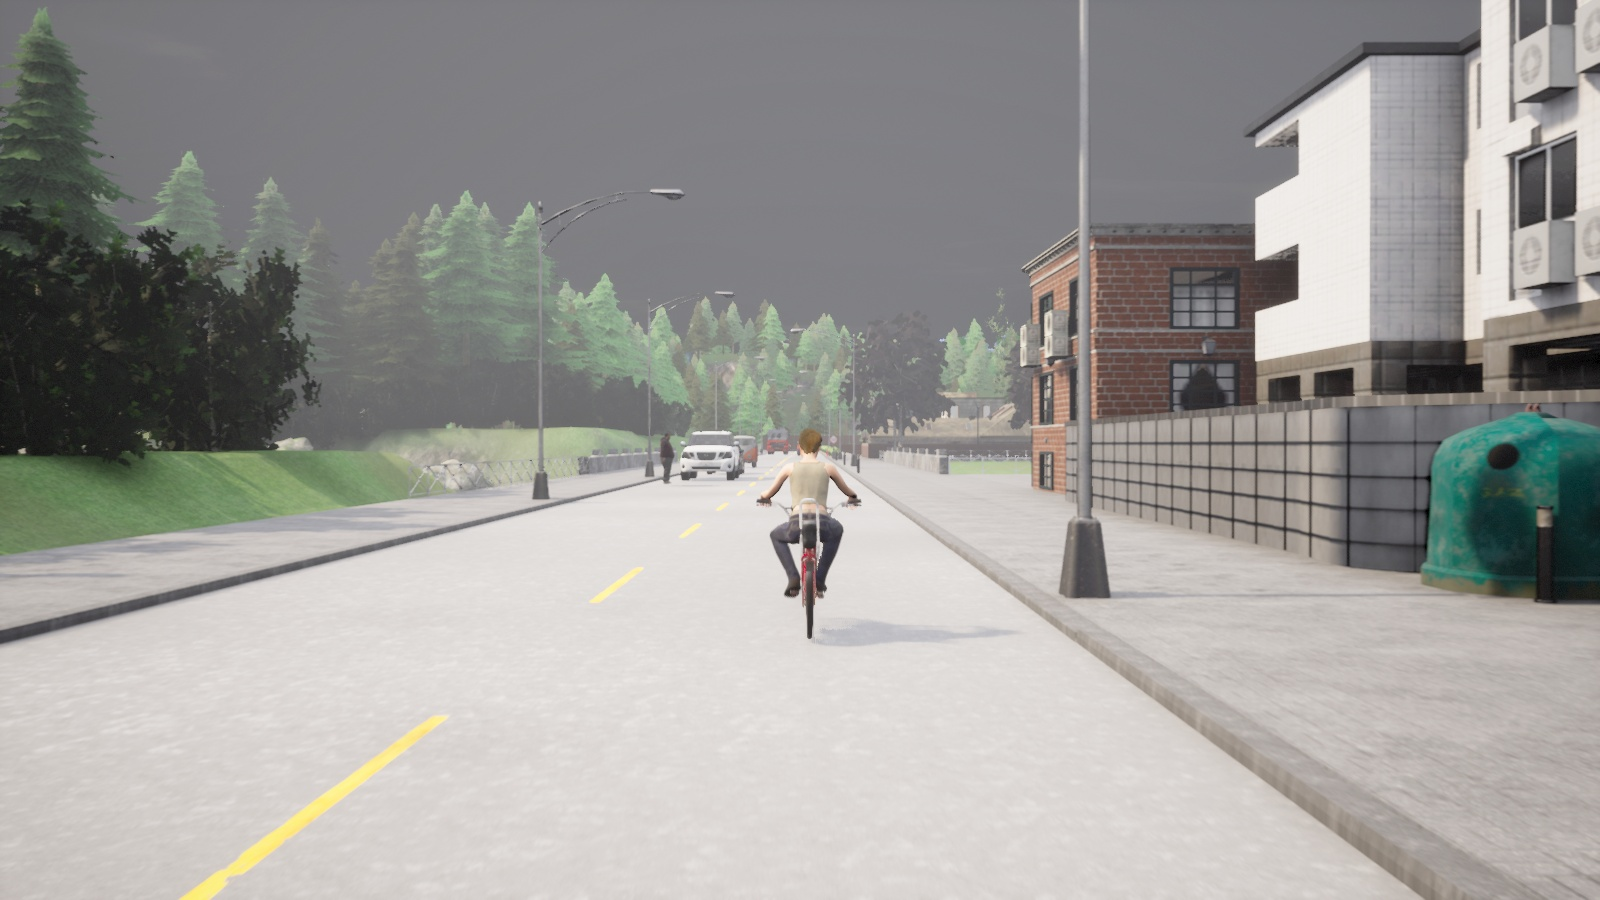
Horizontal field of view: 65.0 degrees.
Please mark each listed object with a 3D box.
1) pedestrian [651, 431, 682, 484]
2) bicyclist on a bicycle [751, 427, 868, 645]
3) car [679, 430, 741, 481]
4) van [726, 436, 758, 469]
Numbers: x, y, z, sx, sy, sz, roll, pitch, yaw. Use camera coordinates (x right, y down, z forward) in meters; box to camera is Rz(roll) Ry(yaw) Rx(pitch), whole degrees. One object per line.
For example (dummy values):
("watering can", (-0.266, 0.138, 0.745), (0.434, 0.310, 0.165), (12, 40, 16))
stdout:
("pedestrian", (-4.667, 0.257, 43.920), (0.899, 1.844, 0.634), (0, 0, 11))
("bicyclist on a bicycle", (0.073, 0.635, 10.050), (0.866, 1.612, 1.509), (0, 0, 0))
("car", (-3.714, 0.212, 52.557), (2.150, 2.045, 5.566), (0, 0, 0))
("van", (-3.586, 0.117, 78.359), (1.775, 1.987, 4.442), (0, 1, 0))
